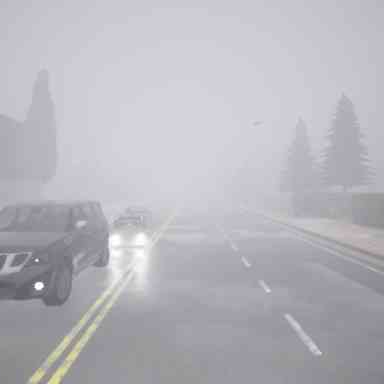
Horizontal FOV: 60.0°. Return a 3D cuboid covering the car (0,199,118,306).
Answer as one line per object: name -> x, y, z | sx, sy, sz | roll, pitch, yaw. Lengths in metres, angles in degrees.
car -> -3.626, 1.221, 8.380 | 2.150, 2.045, 5.566 | 0, 0, 0

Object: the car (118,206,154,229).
car -> -3.642, 1.589, 21.574 | 1.895, 1.301, 4.718 | 0, 0, 0

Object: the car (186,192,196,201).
car -> -0.284, 1.083, 86.890 | 2.150, 2.045, 5.566 | 0, 0, 0

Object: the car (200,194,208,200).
car -> 3.217, 1.329, 86.872 | 1.882, 1.535, 5.008 | 0, 0, 0

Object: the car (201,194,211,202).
car -> 3.251, 1.458, 76.437 | 2.128, 1.511, 4.902 | 0, 0, 0

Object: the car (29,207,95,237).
car -> -7.143, 1.597, 18.860 | 1.895, 1.301, 4.718 | 0, 0, 0
